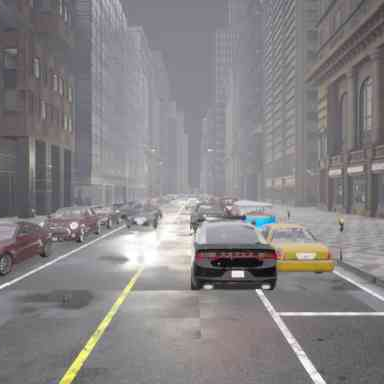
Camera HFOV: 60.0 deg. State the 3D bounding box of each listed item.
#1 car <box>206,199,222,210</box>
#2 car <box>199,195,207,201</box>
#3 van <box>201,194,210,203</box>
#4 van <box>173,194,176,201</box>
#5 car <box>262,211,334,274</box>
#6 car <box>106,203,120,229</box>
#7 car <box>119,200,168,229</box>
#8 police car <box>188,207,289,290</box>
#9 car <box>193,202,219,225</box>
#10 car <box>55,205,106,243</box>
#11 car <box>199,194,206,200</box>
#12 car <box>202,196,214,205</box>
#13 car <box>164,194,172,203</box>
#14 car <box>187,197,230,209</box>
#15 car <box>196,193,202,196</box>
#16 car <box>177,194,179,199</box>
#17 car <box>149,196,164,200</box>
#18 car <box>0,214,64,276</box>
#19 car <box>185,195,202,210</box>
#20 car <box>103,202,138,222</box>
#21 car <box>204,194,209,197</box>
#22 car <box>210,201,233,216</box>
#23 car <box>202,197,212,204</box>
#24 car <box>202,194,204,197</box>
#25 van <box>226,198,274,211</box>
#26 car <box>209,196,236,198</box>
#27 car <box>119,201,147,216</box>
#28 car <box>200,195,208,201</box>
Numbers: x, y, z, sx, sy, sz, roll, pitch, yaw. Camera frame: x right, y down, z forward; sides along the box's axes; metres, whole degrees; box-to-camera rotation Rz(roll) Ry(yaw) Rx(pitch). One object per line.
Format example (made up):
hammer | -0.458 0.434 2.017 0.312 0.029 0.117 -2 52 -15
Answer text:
car | 2.841 1.576 43.846 1.947 1.339 4.313 0 0 0
car | 2.925 1.583 88.660 1.887 1.381 4.507 0 0 0
van | 2.893 1.368 71.854 1.690 1.788 3.998 0 0 0
van | -5.611 1.375 83.065 1.690 1.788 3.998 0 0 0
car | 2.778 1.525 10.406 1.752 1.417 4.829 0 0 0
car | -5.726 1.551 21.442 2.008 1.369 4.403 0 0 0
car | -2.961 1.492 21.461 2.128 1.511 4.902 0 0 0
police car | 0.916 1.425 9.189 1.930 1.638 5.238 0 0 0
car | 0.946 1.527 25.079 1.812 1.442 4.674 0 0 0
car | -5.737 1.440 15.839 1.967 1.590 4.097 0 0 0
car | 2.935 1.482 94.262 1.967 1.590 4.097 0 0 0
car | 2.872 1.460 60.651 1.967 1.590 4.097 0 0 0
car | -5.643 1.464 66.259 1.967 1.590 4.097 0 0 0
car | 0.934 1.351 19.050 2.097 1.767 4.553 0 0 0
car | 0.106 1.369 55.780 2.097 1.767 4.553 0 0 0
car | -5.590 1.586 94.269 1.887 1.381 4.507 0 0 0
car | -5.674 1.558 49.452 1.887 1.381 4.507 0 0 0
car | -5.747 1.582 10.238 1.802 1.307 4.206 0 0 0
car | 0.104 1.535 43.696 1.812 1.442 4.674 0 0 1
car | -5.715 1.568 27.044 1.947 1.339 4.313 0 0 0
car | 2.830 1.322 38.244 2.192 1.841 5.009 0 0 0
car | 2.820 1.586 32.643 1.802 1.307 4.206 0 0 0
car | 2.883 1.605 66.253 1.802 1.307 4.206 0 0 0
car | 2.851 1.453 49.448 1.967 1.590 4.097 0 0 0
van | 2.788 1.341 15.838 1.690 1.788 3.998 0 0 0
car | 2.809 1.317 27.041 2.192 1.841 5.009 0 0 0
car | -5.705 1.570 32.645 1.947 1.339 4.313 0 0 0
car | 2.915 1.579 83.058 1.887 1.381 4.507 0 0 0
